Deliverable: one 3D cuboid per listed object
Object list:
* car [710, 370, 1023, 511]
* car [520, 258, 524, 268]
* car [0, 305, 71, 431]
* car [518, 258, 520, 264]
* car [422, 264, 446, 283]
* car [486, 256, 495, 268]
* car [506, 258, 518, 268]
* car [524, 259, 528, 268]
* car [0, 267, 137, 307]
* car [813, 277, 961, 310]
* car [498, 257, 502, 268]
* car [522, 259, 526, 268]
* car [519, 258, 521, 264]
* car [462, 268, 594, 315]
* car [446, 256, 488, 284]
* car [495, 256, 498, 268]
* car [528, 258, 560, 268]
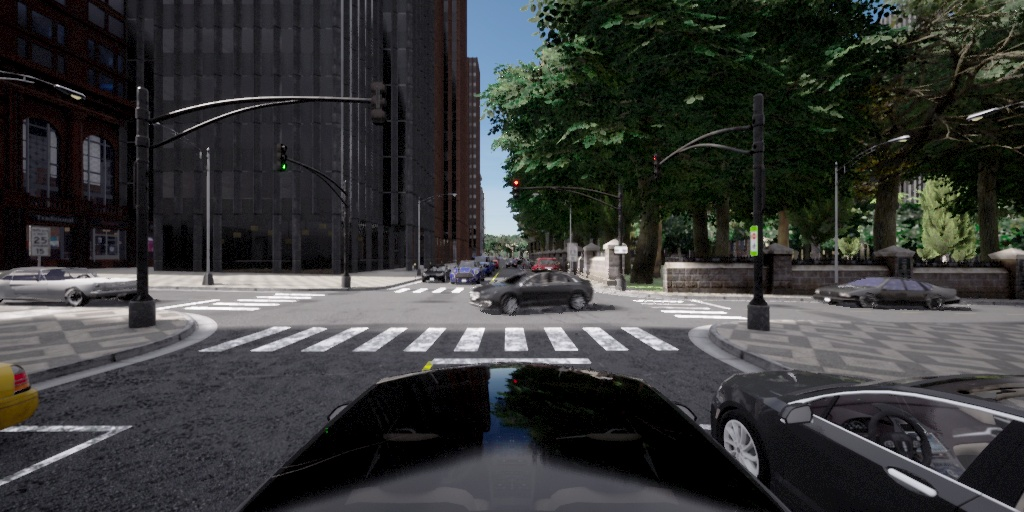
[{"bbox_3d":[2.764,1.300,1.745,2.007,1.370,4.403,0,0,0],"label":"car"},{"bbox_3d":[2.593,1.328,50.235,2.007,1.370,4.403,0,0,0],"label":"car"},{"bbox_3d":[-5.760,1.275,1.536,1.751,1.417,4.829,0,0,0],"label":"car"},{"bbox_3d":[2.555,1.228,61.148,1.967,1.591,4.097,0,0,0],"label":"car"},{"bbox_3d":[-5.855,1.323,28.370,1.948,1.339,4.313,0,0,0],"label":"car"},{"bbox_3d":[-3.217,0.986,36.567,2.150,2.045,5.566,0,0,0],"label":"car"},{"bbox_3d":[-0.108,1.389,61.477,1.895,1.301,4.718,0,0,0],"label":"car"},{"bbox_3d":[2.632,1.333,39.322,1.948,1.339,4.313,0,0,0],"label":"car"},{"bbox_3d":[-16.480,1.067,13.109,4.718,1.301,1.895,1,0,-1],"label":"car"},{"bbox_3d":[17.261,1.673,16.615,5.357,1.411,2.033,1,0,-1],"label":"car"},{"bbox_3d":[-3.248,1.006,57.256,2.150,2.045,5.566,0,0,0],"label":"car"},{"bbox_3d":[2.613,1.323,44.778,2.007,1.370,4.403,0,0,0],"label":"car"},{"bbox_3d":[2.574,1.223,55.692,1.967,1.591,4.097,0,0,0],"label":"car"},{"bbox_3d":[0.829,1.299,13.632,4.892,1.490,1.837,1,-2,-27],"label":"car"},{"bbox_3d":[-3.251,1.108,26.807,2.097,1.767,4.553,0,0,1],"label":"car"},{"bbox_3d":[-3.248,1.126,46.749,2.097,1.767,4.553,0,0,0],"label":"car"},{"bbox_3d":[2.670,1.071,28.410,2.192,1.841,5.009,0,0,0],"label":"car"}]
